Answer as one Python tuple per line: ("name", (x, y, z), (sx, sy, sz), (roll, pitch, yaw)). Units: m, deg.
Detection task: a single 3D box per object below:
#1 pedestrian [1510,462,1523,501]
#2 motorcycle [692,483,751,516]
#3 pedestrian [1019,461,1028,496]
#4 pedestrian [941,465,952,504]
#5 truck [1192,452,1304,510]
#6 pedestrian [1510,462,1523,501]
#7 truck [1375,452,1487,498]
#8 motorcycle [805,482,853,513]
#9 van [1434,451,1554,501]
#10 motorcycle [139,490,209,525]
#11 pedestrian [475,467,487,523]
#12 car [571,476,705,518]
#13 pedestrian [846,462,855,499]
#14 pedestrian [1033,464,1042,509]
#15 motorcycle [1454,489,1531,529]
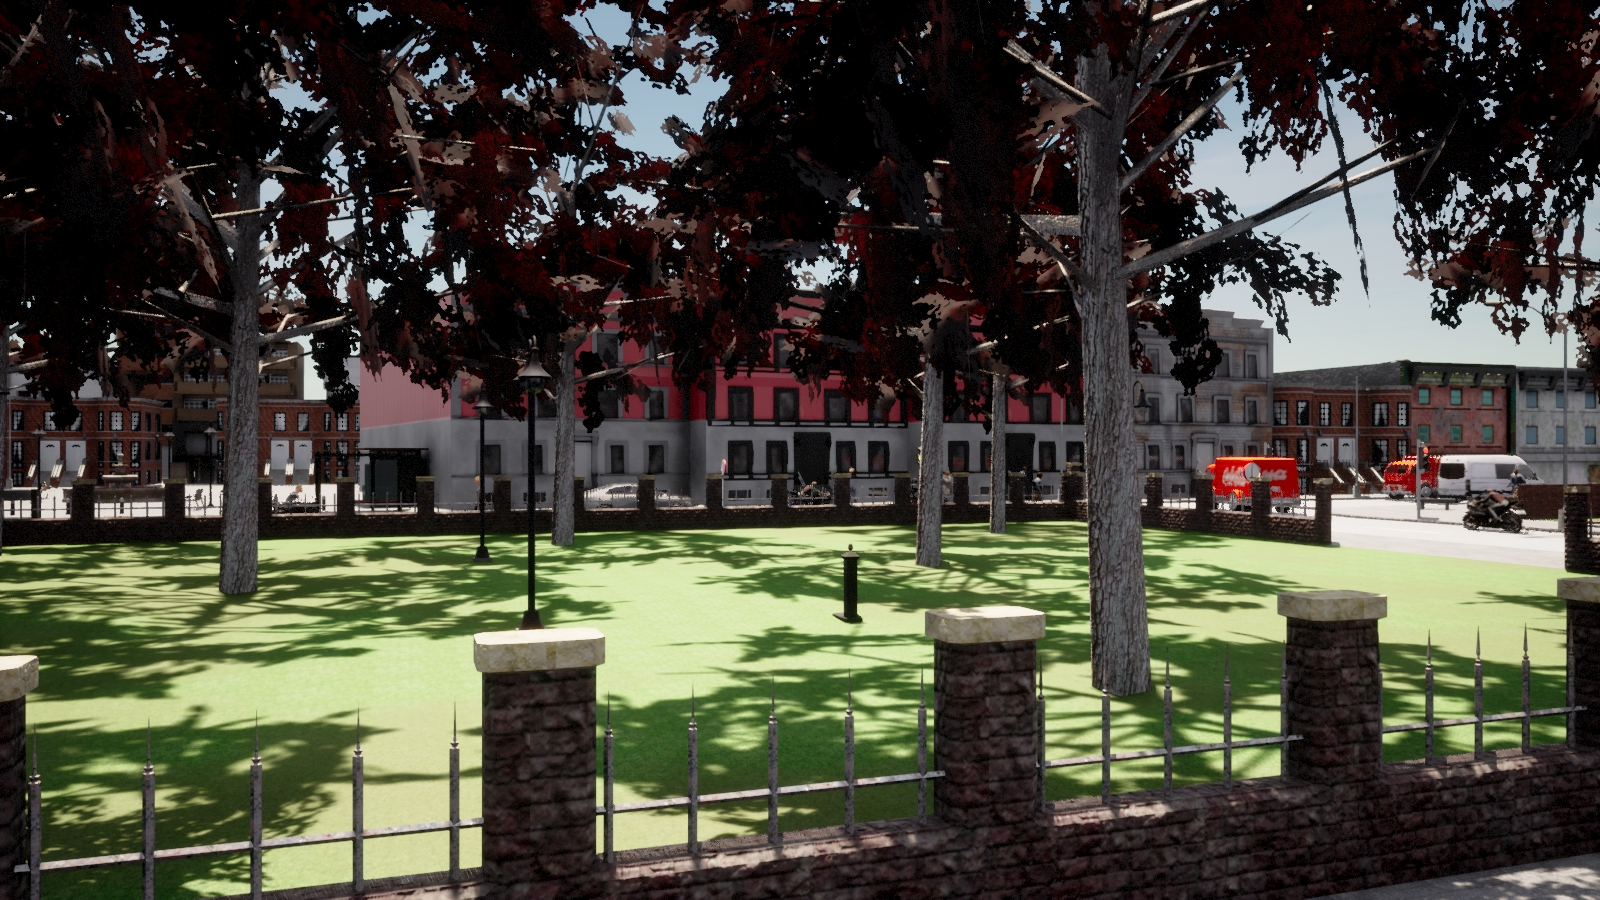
("pedestrian", (34.696, 1.515, 55.314), (0.375, 1.860, 0.375), (0, 0, -5))
("motorcycle", (-3.159, 1.985, 45.969), (2.209, 1.251, 0.867), (0, 0, -21))
("pedestrian", (11.919, 1.524, 60.905), (0.375, 1.860, 0.375), (0, 0, -12))
("pedestrian", (7.010, 1.629, 54.667), (0.375, 1.860, 0.375), (0, 0, -18))
("truck", (20.211, 1.348, 51.798), (2.627, 2.467, 5.204), (-1, 0, -6))
("pedestrian", (34.306, 1.517, 54.696), (0.375, 1.860, 0.375), (0, 0, -11))
("truck", (35.004, 1.348, 63.458), (5.204, 2.467, 2.627), (0, 0, -19))
("motorcycle", (1.203, 1.962, 47.334), (1.805, 1.236, 0.856), (0, 0, -22))
("van", (36.435, 1.314, 59.956), (5.915, 2.561, 1.988), (0, 0, -18))
("motorcycle", (-21.824, 1.993, 39.856), (2.033, 1.145, 0.803), (0, 0, -19))
("pedestrian", (-10.776, 1.523, 38.547), (0.375, 1.860, 0.375), (0, 0, -19))
("car", (-6.415, 1.827, 45.108), (4.902, 1.511, 2.128), (0, 0, -19))
("pedestrian", (2.556, 1.523, 57.840), (0.375, 1.860, 0.375), (0, 0, -24))
("pedestrian", (9.938, 1.525, 47.819), (0.375, 1.860, 0.375), (0, 0, 15))
("motorcycle", (23.688, 1.985, 39.128), (0.867, 1.251, 2.209), (0, 0, -20))
